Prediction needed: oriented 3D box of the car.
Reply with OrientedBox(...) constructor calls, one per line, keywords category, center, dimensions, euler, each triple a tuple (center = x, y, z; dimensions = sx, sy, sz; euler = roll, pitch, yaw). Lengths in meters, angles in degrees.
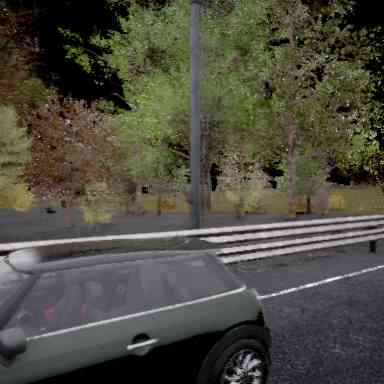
OrientedBox(category="car", center=(-1.395, 1.344, 3.375), dimensions=(4.553, 1.767, 2.097), euler=(0, 0, -32))
